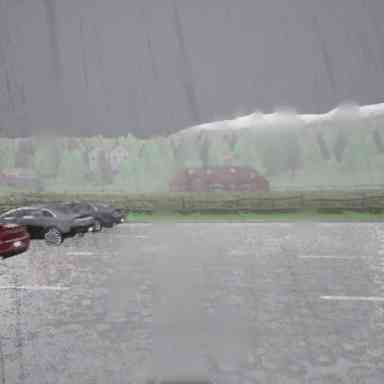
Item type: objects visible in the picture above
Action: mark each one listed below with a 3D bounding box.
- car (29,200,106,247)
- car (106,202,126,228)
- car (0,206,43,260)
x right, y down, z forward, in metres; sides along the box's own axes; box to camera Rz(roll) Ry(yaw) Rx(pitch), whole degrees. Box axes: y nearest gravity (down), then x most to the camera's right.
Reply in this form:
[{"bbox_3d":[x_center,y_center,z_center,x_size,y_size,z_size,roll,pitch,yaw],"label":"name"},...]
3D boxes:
[{"bbox_3d":[-6.286,1.261,13.223,4.902,1.511,2.128,-1,2,10],"label":"car"},{"bbox_3d":[-5.790,1.168,16.689,4.892,1.490,1.837,-1,2,10],"label":"car"},{"bbox_3d":[-7.386,1.364,9.861,5.008,1.535,1.882,-1,2,10],"label":"car"}]
